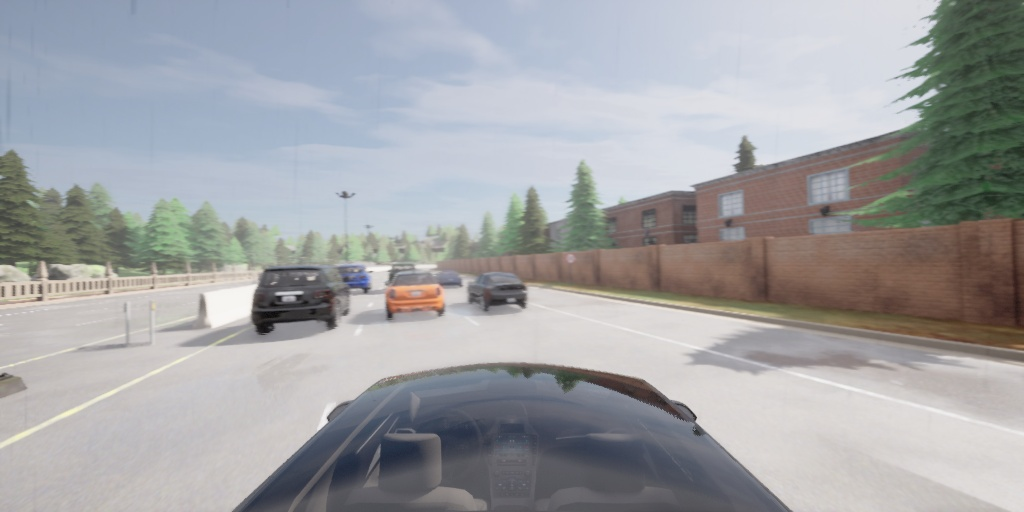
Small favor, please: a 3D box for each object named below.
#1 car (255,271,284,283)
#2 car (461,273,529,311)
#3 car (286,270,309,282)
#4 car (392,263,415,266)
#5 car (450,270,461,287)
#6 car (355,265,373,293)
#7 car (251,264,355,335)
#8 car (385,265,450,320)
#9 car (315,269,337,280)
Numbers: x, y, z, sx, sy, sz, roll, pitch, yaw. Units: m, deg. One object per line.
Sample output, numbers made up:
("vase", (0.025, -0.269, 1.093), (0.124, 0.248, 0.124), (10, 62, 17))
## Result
("car", (-34.366, 2.944, 50.934), (2.128, 1.511, 4.902), (-1, -1, -17))
("car", (-0.771, 1.478, 15.914), (1.837, 1.490, 4.892), (-1, 0, -18))
("car", (-31.050, 2.875, 52.038), (1.837, 1.490, 4.892), (-1, -1, -17))
("car", (-8.344, 1.582, 27.646), (2.150, 2.045, 5.566), (-1, -1, -17))
("car", (-5.358, 1.867, 29.853), (1.994, 1.385, 4.181), (-1, -1, -17))
("car", (-11.670, 1.665, 26.560), (2.150, 2.045, 5.566), (-1, -1, -18))
("car", (-7.014, 1.330, 12.465), (2.150, 2.045, 5.566), (-1, -1, -18))
("car", (-4.032, 1.401, 14.627), (2.097, 1.767, 4.553), (-1, -1, -18))
("car", (-28.159, 2.810, 54.492), (2.128, 1.511, 4.902), (-1, -1, -17))
